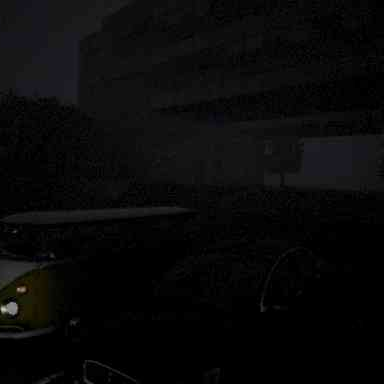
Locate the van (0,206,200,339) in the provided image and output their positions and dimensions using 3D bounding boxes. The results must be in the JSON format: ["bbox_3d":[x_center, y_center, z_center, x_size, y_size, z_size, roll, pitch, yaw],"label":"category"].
[{"bbox_3d":[-1.662,1.296,6.321,1.878,1.987,4.442,-1,0,35],"label":"van"}]

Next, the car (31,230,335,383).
[{"bbox_3d":[0.686,1.499,4.799,2.231,1.521,4.892,-1,0,35],"label":"car"}]
